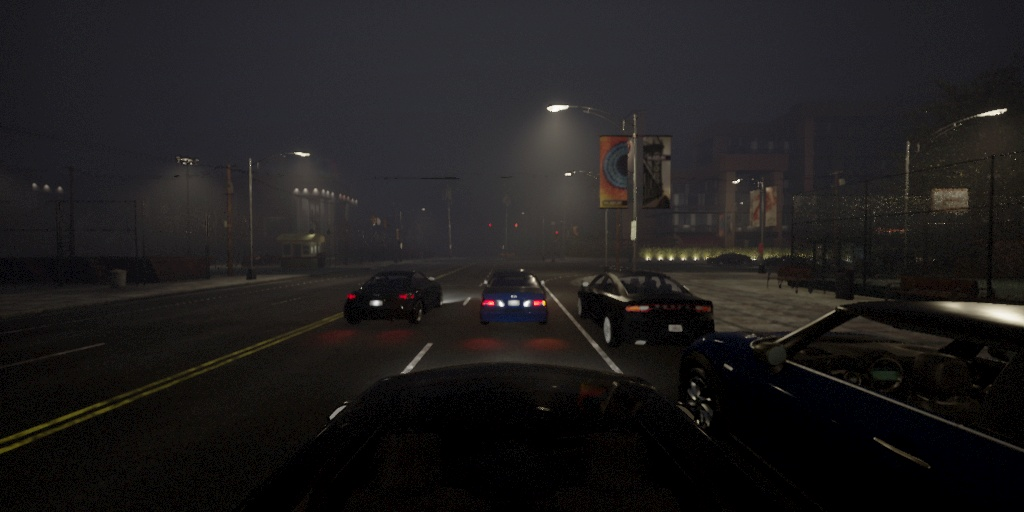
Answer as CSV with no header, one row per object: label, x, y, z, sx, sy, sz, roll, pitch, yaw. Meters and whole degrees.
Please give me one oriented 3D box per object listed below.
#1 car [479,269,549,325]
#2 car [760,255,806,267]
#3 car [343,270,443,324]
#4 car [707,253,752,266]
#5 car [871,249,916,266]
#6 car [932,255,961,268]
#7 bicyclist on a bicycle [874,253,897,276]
car,0.063,1.111,11.016,2.033,1.411,5.357,0,1,0
car,29.962,0.556,39.647,4.181,1.385,1.994,0,1,0
car,-3.436,1.126,11.122,1.994,1.385,4.181,0,1,0
car,26.053,0.427,43.115,4.892,1.490,1.837,0,1,0
car,45.094,0.202,43.183,5.566,2.045,2.150,0,1,-1
car,45.185,0.625,36.190,4.181,1.385,1.994,0,1,-1
bicyclist on a bicycle,26.081,0.582,25.137,0.582,1.620,1.656,0,1,-1
